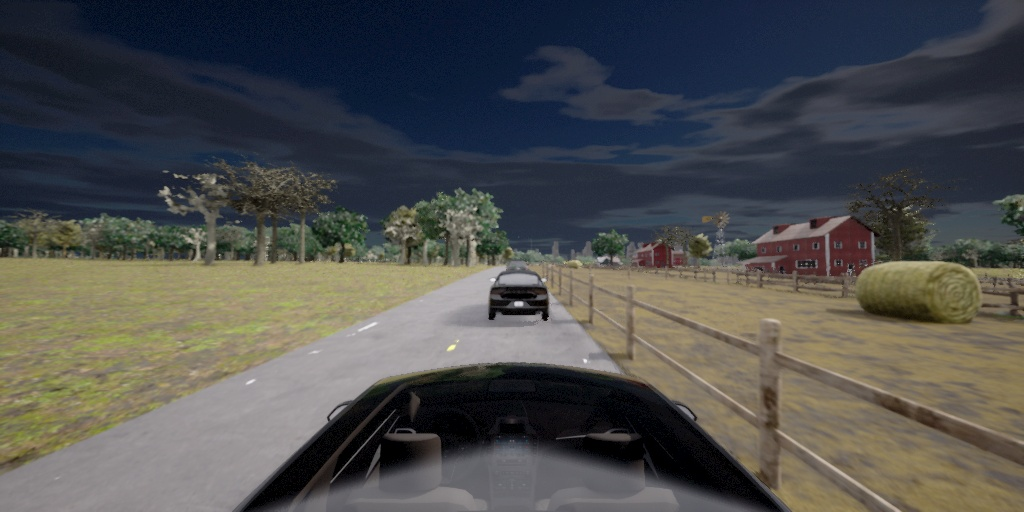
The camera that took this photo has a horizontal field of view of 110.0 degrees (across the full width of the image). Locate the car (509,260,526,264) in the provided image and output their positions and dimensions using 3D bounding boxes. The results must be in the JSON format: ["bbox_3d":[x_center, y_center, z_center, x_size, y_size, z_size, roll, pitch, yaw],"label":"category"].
[{"bbox_3d":[0.487,1.114,32.957,2.097,1.767,4.553,0,0,1],"label":"car"}]

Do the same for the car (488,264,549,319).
[{"bbox_3d":[0.228,1.226,12.774,1.882,1.535,5.008,0,0,1],"label":"car"}]
